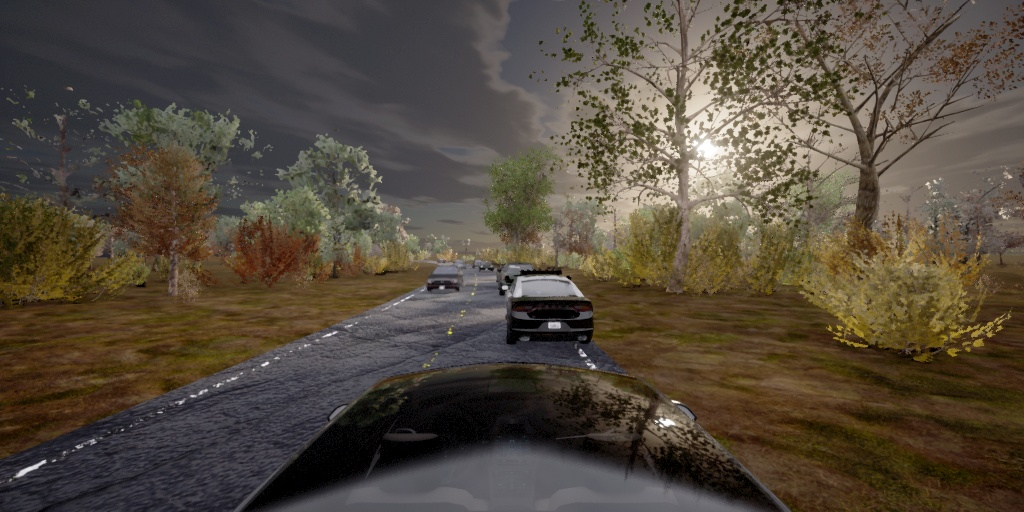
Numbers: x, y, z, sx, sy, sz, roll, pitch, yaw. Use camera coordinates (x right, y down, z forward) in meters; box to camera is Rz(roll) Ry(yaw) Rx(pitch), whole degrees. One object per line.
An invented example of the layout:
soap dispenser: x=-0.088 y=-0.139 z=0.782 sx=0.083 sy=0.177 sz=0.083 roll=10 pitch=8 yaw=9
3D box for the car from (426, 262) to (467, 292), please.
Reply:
car: x=-3.881 y=1.296 z=21.600 sx=2.033 sy=1.411 sz=5.357 roll=0 pitch=0 yaw=-4

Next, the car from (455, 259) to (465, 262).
car: x=-7.580 y=1.238 z=52.084 sx=2.128 sy=1.511 sz=4.902 roll=0 pitch=0 yaw=-10

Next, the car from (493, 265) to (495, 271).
car: x=-0.155 y=1.254 z=25.697 sx=1.837 sy=1.490 sz=4.892 roll=0 pitch=0 yaw=-5

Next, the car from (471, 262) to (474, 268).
car: x=-5.592 y=1.292 z=58.841 sx=2.033 sy=1.411 sz=5.357 roll=0 pitch=0 yaw=-11

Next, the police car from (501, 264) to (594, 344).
police car: x=0.765 y=1.175 z=9.708 sx=1.930 sy=1.638 sz=5.238 roll=0 pitch=0 yaw=-2

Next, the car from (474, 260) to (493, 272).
car: x=-3.495 y=1.347 z=46.602 sx=1.895 sy=1.301 sz=4.718 roll=0 pitch=0 yaw=-9

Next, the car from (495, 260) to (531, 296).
car: x=0.292 y=1.100 z=19.637 sx=2.097 sy=1.767 sz=4.553 roll=0 pitch=0 yaw=-4
